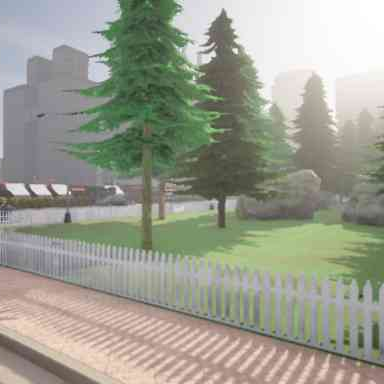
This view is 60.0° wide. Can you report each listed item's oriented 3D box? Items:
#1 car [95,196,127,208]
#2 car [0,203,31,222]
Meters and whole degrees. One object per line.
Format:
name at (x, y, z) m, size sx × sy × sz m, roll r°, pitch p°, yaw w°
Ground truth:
car at (-11.244, 1.337, 46.473) m, size 2.097 × 1.767 × 4.553 m, roll 0°, pitch 0°, yaw 34°
car at (-13.892, 1.481, 23.621) m, size 2.128 × 1.511 × 4.902 m, roll 0°, pitch 0°, yaw 34°
